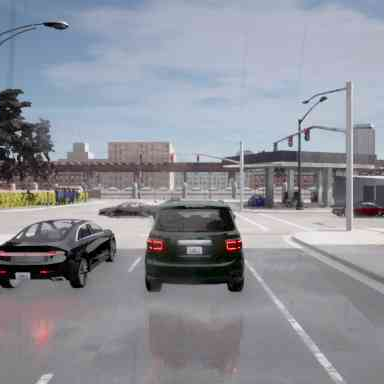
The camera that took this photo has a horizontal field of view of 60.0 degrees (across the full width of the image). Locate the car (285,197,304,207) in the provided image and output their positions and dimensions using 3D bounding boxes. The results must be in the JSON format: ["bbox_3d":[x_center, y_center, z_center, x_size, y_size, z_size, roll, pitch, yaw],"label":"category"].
[{"bbox_3d":[15.368,1.456,50.073,1.970,1.475,3.806,0,0,0],"label":"car"}]

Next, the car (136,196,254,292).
[{"bbox_3d":[0.069,1.221,9.112,2.150,2.045,5.566,0,0,0],"label":"car"}]

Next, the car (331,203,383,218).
[{"bbox_3d":[14.837,1.601,29.218,4.718,1.301,1.895,0,0,-1],"label":"car"}]

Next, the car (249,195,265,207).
[{"bbox_3d":[9.624,1.295,49.301,2.242,1.667,4.611,0,0,0],"label":"car"}]

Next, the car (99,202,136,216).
[{"bbox_3d":[-5.371,1.547,29.092,5.357,1.411,2.033,0,0,1],"label":"car"}]

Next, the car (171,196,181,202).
[{"bbox_3d":[-3.630,1.552,74.542,1.994,1.385,4.181,0,0,0],"label":"car"}]

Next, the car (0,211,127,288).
[{"bbox_3d":[-3.436,1.492,9.194,2.128,1.511,4.902,0,0,0],"label":"car"}]
